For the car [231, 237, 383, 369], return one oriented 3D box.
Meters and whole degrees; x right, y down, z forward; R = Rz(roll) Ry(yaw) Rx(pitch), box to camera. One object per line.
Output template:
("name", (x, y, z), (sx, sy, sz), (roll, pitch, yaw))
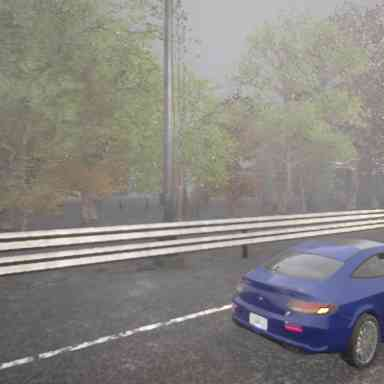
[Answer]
("car", (2.744, 1.526, 5.683), (4.674, 1.442, 1.812), (0, 0, -35))
